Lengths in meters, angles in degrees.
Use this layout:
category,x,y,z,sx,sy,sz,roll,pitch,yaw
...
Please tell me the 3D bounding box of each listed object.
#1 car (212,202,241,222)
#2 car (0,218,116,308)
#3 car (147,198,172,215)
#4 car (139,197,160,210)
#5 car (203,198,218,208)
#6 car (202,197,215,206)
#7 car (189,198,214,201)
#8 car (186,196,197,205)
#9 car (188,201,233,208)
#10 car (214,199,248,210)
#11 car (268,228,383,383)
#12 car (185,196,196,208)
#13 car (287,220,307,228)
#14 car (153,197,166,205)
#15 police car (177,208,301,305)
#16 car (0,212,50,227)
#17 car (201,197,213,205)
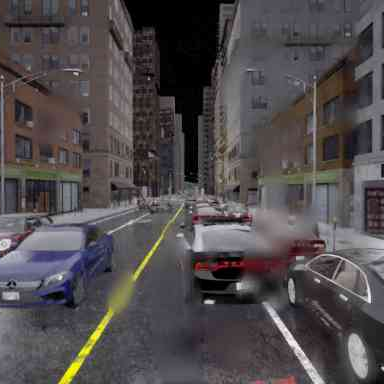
category,x,y,z,sx,sy,sz,roll,pitch,yaw
car,2.734,1.546,27.181,1.887,1.381,4.507,-1,0,0
car,-3.105,1.524,8.030,1.812,1.442,4.674,0,0,0
car,-3.022,1.567,33.354,1.994,1.385,4.181,0,0,0
car,-5.804,1.448,43.691,1.967,1.590,4.097,-1,0,0
car,2.719,1.555,49.202,1.887,1.381,4.507,-1,0,0
car,2.715,1.559,54.707,1.887,1.381,4.507,-1,0,0
car,0.884,1.478,24.262,1.882,1.535,5.008,0,0,0
car,-0.040,1.522,58.834,1.837,1.490,4.892,0,0,0
car,0.888,1.477,18.262,1.882,1.535,5.008,0,0,0
car,2.736,1.440,21.676,1.967,1.590,4.097,-1,0,0
car,2.749,1.550,5.160,2.008,1.369,4.403,-1,0,0
car,-0.005,1.501,47.031,2.128,1.511,4.902,0,0,0
car,2.745,1.543,10.666,1.887,1.381,4.507,-1,0,0
car,-5.814,1.562,60.207,1.887,1.381,4.507,-1,0,0
police car,0.679,1.423,8.311,1.930,1.638,5.238,0,0,-5
car,-5.781,1.439,10.660,1.967,1.590,4.097,-1,0,0
car,2.711,1.562,60.213,1.887,1.381,4.507,-1,0,0
